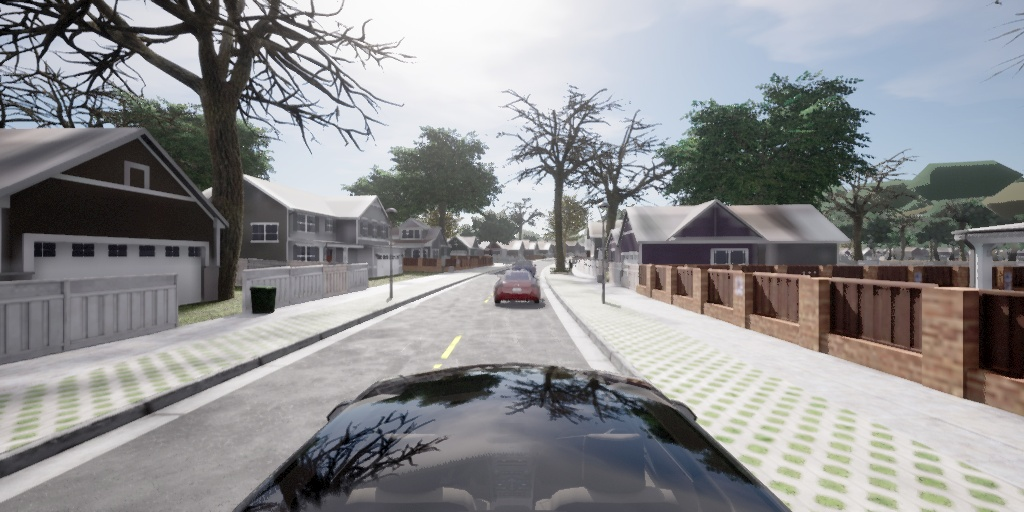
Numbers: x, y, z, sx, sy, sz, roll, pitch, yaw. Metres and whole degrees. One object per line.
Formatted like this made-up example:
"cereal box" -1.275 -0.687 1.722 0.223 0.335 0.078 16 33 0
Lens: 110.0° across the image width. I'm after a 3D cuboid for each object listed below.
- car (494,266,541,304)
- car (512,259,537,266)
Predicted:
"car" 0.267 1.321 16.437 1.994 1.385 4.181 0 0 2
"car" 1.066 1.106 31.334 2.097 1.767 4.553 0 0 4
